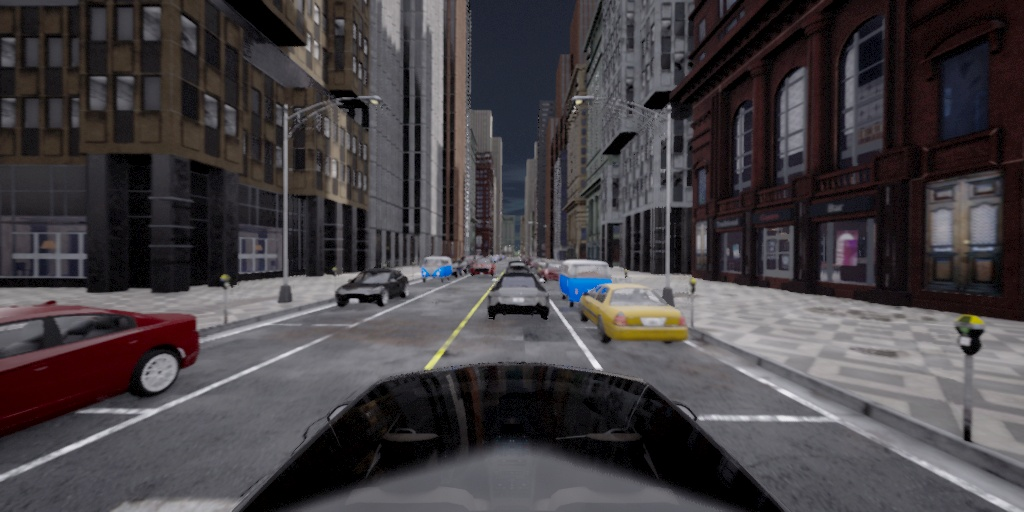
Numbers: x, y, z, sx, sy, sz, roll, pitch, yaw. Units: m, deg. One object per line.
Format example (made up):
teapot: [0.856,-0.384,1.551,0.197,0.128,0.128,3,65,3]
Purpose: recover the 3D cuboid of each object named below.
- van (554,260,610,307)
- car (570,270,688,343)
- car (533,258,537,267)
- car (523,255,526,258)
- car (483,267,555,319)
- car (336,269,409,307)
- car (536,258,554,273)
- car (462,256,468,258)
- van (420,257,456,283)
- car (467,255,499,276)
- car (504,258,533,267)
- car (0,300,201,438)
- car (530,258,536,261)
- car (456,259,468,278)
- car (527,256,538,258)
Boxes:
van: [2.906,1.055,14.905,1.690,1.789,3.998,0,0,1]
car: [2.834,1.262,9.440,1.751,1.417,4.829,0,0,1]
car: [3.131,1.173,31.983,1.751,1.417,4.829,0,0,1]
car: [3.501,0.852,59.992,2.192,1.841,5.009,0,0,1]
car: [0.218,1.270,12.693,1.994,1.385,4.181,0,0,1]
car: [-5.619,1.226,15.005,1.948,1.339,4.313,0,0,1]
car: [3.055,1.109,26.177,1.967,1.591,4.097,0,0,1]
car: [-5.247,0.864,43.186,2.192,1.841,5.009,0,0,1]
van: [-5.470,0.957,26.278,1.690,1.789,3.998,0,0,1]
car: [-2.634,0.954,33.911,2.097,1.767,4.553,0,0,1]
car: [0.427,1.148,28.505,1.837,1.490,4.892,0,0,1]
car: [-5.767,1.251,3.733,1.888,1.381,4.507,0,0,1]
car: [3.203,1.176,37.449,2.007,1.370,4.403,0,0,1]
car: [-5.395,1.159,31.914,1.948,1.339,4.313,0,0,1]
car: [3.352,1.021,48.720,1.967,1.591,4.097,0,0,1]
